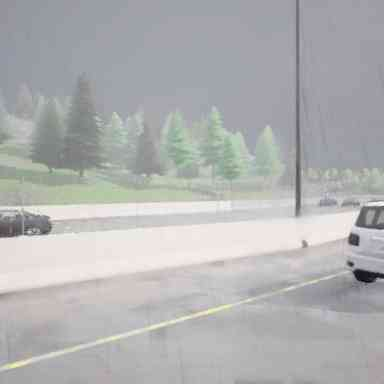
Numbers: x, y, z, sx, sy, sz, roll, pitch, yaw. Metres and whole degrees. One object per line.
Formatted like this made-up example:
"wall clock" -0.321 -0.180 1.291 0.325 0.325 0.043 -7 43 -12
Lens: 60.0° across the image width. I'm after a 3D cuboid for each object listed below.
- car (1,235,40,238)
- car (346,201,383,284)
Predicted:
"car" -8.902 1.546 14.960 4.902 1.511 2.128 0 0 -36
"car" 6.100 1.230 8.521 5.566 2.045 2.150 0 0 -39
